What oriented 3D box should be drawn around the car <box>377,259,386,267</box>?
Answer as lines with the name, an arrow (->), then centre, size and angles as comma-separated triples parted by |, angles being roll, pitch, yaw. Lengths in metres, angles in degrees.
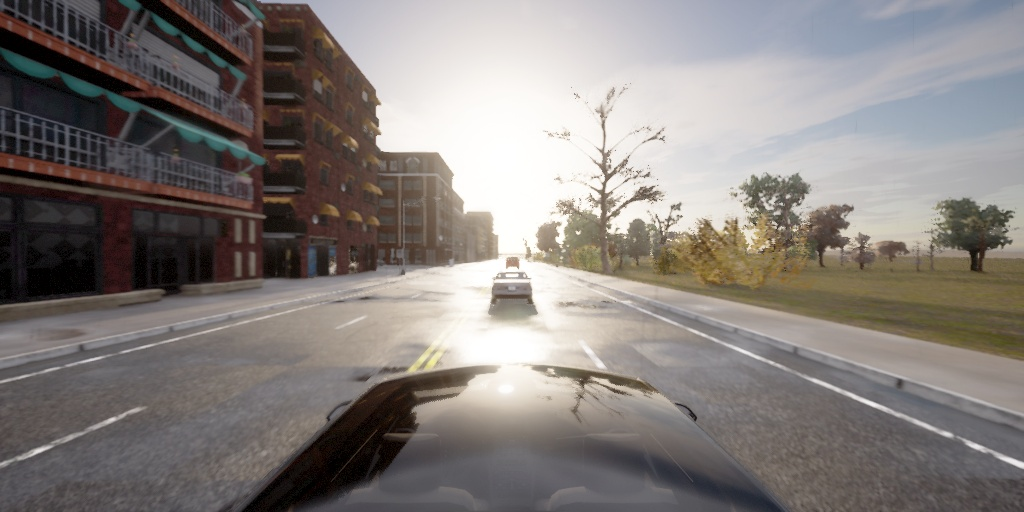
car -> -22.821, 1.111, 58.212 | 4.403, 1.370, 2.007 | 0, 0, -1

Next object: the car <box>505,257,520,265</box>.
car -> 0.098, 1.095, 55.991 | 2.150, 2.045, 5.566 | 1, 0, 0

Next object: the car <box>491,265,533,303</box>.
car -> -0.004, 1.333, 16.836 | 2.033, 1.411, 5.357 | 0, 0, 0
